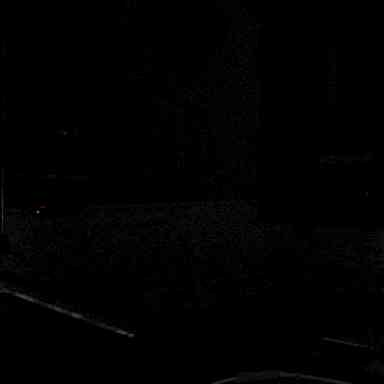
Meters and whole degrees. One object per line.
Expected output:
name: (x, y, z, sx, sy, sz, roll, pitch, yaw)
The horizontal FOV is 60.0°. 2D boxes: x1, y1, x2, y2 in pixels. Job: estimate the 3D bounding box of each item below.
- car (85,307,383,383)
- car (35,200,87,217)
car: (1.053, 1.549, 2.202, 4.403, 1.369, 2.008, 0, 1, 35)
car: (-11.975, 1.494, 30.924, 1.837, 1.490, 4.892, 1, 0, 36)
